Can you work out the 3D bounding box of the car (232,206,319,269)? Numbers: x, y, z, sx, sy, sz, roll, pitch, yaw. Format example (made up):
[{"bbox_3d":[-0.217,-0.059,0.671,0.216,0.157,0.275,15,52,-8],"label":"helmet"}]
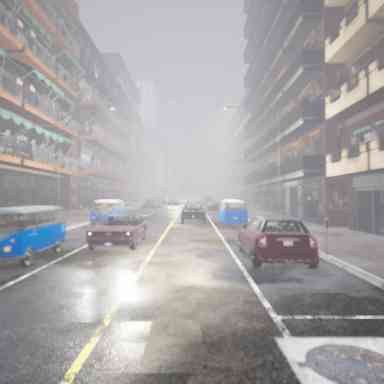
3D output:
[{"bbox_3d":[2.708,1.472,11.300,1.967,1.590,4.097,1,0,0],"label":"car"}]

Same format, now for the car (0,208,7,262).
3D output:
[{"bbox_3d":[-5.670,1.331,5.556,2.192,1.841,5.009,1,0,0],"label":"car"}]

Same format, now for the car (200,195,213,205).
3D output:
[{"bbox_3d":[2.714,1.501,62.461,2.192,1.841,5.009,1,0,0],"label":"car"}]

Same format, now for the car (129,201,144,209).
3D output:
[{"bbox_3d":[-5.663,1.632,28.294,2.008,1.369,4.403,1,0,0],"label":"car"}]

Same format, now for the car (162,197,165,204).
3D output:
[{"bbox_3d":[-5.638,1.716,51.033,1.947,1.339,4.313,1,0,0],"label":"car"}]

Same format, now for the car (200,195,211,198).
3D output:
[{"bbox_3d":[2.711,1.608,56.777,1.967,1.590,4.097,1,0,0],"label":"car"}]

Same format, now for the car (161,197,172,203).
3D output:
[{"bbox_3d":[-5.636,1.768,73.771,1.887,1.381,4.507,1,0,0],"label":"car"}]

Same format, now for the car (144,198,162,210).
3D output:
[{"bbox_3d":[-5.636,1.573,45.348,1.967,1.590,4.097,1,0,0],"label":"car"}]

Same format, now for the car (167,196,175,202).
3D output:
[{"bbox_3d":[-5.634,1.806,90.654,1.752,1.417,4.829,1,0,0],"label":"car"}]

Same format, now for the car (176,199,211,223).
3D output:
[{"bbox_3d":[0.103,1.564,26.088,2.128,1.511,4.902,0,0,0],"label":"car"}]

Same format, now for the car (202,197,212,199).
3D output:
[{"bbox_3d":[2.708,1.699,45.408,1.947,1.339,4.313,1,0,0],"label":"car"}]

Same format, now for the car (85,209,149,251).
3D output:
[{"bbox_3d":[-3.097,1.642,14.560,1.895,1.301,4.718,0,0,0],"label":"car"}]

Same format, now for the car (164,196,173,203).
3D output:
[{"bbox_3d":[-5.635,1.767,79.286,1.752,1.417,4.829,1,0,0],"label":"car"}]

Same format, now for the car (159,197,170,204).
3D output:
[{"bbox_3d":[-5.636,1.729,67.916,1.752,1.417,4.829,1,0,0],"label":"car"}]

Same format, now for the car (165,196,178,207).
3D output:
[{"bbox_3d":[-3.052,1.729,55.862,1.994,1.385,4.181,0,0,0],"label":"car"}]

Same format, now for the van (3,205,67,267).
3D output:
[{"bbox_3d":[-5.670,1.373,11.240,1.690,1.788,3.998,1,0,0],"label":"van"}]

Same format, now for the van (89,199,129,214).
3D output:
[{"bbox_3d":[-5.675,1.405,22.610,1.690,1.788,3.998,1,0,0],"label":"van"}]

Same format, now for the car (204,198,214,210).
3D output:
[{"bbox_3d":[2.708,1.697,39.722,1.802,1.307,4.206,1,0,0],"label":"car"}]

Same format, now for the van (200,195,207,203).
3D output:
[{"bbox_3d":[2.714,1.583,79.516,1.690,1.788,3.998,1,0,0],"label":"van"}]

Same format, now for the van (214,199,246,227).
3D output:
[{"bbox_3d":[2.710,1.405,22.670,1.690,1.788,3.998,1,0,0],"label":"van"}]

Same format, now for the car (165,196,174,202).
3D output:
[{"bbox_3d":[-5.635,1.827,85.140,1.947,1.339,4.313,1,0,0],"label":"car"}]

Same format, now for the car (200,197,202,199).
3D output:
[{"bbox_3d":[0.105,1.735,45.870,1.895,1.301,4.718,0,0,0],"label":"car"}]

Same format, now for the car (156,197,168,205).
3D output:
[{"bbox_3d":[-5.637,1.731,62.401,1.887,1.381,4.507,1,0,0],"label":"car"}]
